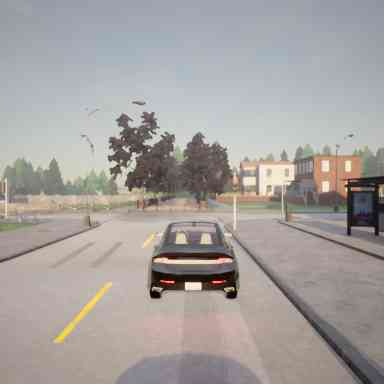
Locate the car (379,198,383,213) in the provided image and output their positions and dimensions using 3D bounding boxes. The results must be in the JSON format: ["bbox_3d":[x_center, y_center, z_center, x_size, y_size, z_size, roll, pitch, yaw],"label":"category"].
[{"bbox_3d":[18.435,1.351,33.333,4.553,1.767,2.097,0,0,0],"label":"car"}]

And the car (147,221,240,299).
[{"bbox_3d":[0.047,1.491,8.436,2.128,1.511,4.902,0,0,1],"label":"car"}]
